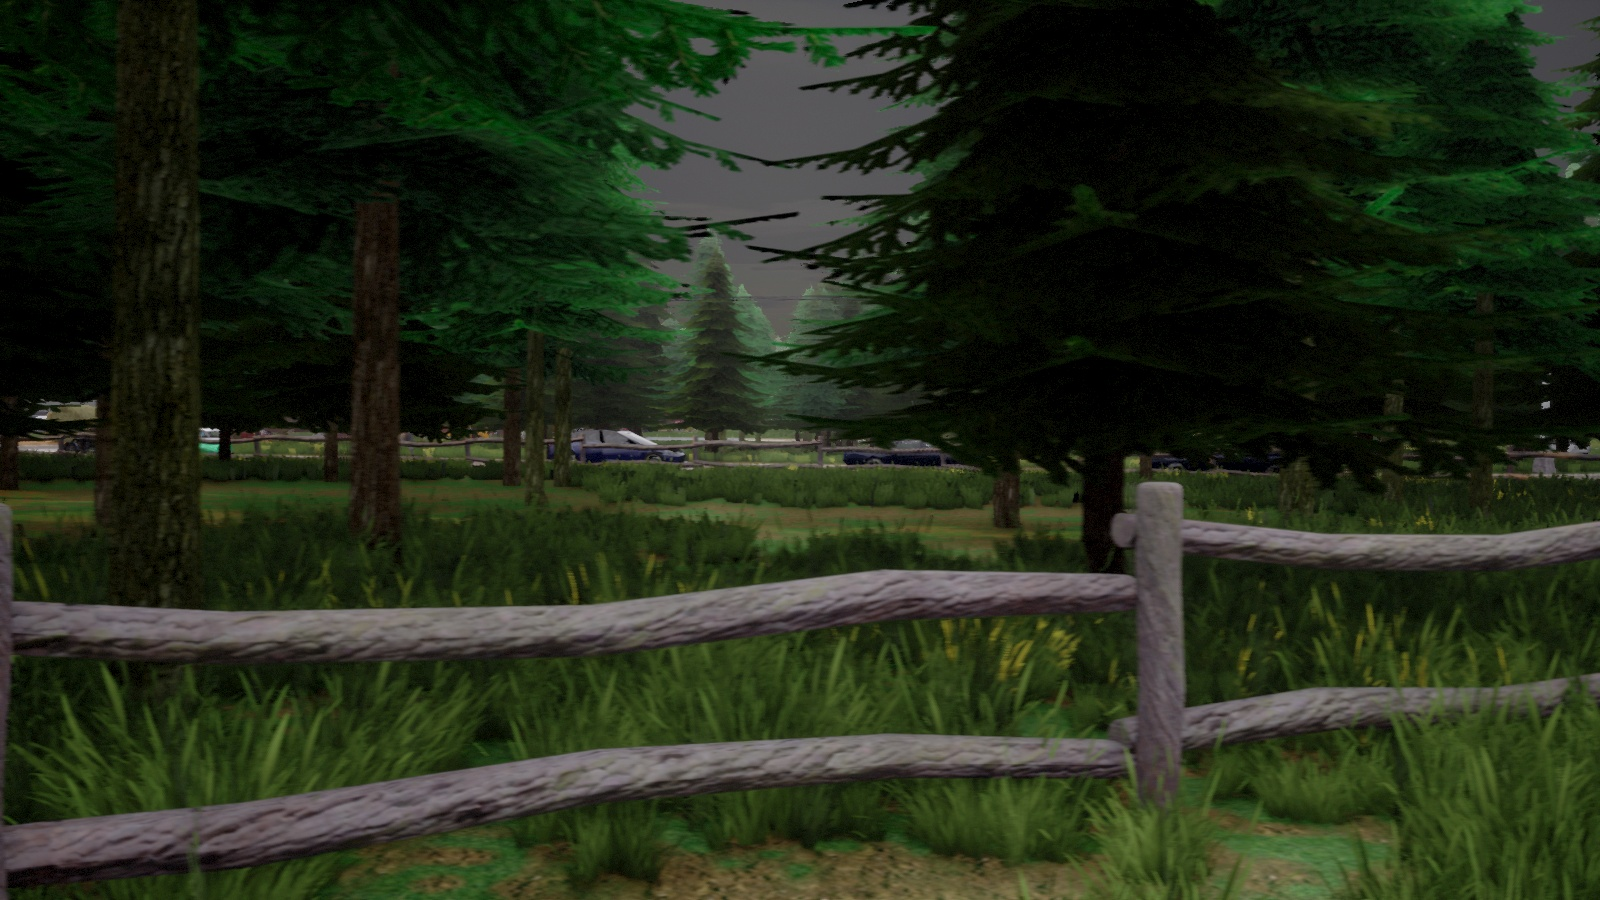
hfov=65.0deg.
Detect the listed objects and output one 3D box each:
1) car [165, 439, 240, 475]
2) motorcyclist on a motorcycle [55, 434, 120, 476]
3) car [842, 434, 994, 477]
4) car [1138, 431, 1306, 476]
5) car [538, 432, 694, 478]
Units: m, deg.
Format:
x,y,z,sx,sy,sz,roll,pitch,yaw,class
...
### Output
x,y,z,sx,sy,sz,roll,pitch,yaw,class
-23.700,0.273,49.853,2.207,1.376,1.481,0,1,13,car
-28.974,0.206,51.062,2.350,1.649,0.766,-1,1,13,motorcyclist on a motorcycle
3.853,0.176,40.620,4.718,1.301,1.895,0,1,12,car
12.937,0.106,38.788,4.718,1.301,1.895,0,1,11,car
-6.209,0.152,42.659,4.792,1.488,2.163,0,1,11,car
